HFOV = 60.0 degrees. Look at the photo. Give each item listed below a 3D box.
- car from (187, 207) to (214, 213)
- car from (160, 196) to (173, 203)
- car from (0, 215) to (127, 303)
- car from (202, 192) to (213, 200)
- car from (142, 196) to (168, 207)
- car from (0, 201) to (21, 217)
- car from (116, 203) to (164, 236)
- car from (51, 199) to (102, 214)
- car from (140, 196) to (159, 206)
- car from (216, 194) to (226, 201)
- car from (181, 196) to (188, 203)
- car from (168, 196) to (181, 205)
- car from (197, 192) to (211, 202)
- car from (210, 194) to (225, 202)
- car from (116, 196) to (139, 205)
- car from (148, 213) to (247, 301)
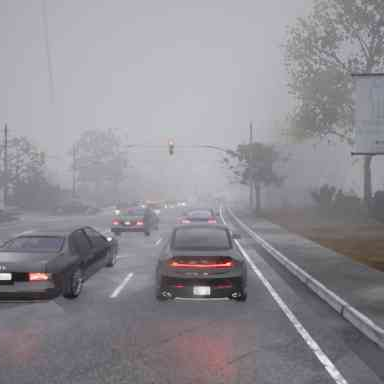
[{"bbox_3d":[0.460,1.526,17.573,1.812,1.442,4.674,0,0,4],"label":"car"},{"bbox_3d":[-5.446,1.524,70.726,1.812,1.442,4.674,0,0,8],"label":"car"},{"bbox_3d":[-3.297,1.547,8.408,2.033,1.411,5.357,0,0,1],"label":"car"},{"bbox_3d":[4.017,1.075,85.652,2.150,2.045,5.566,0,0,10],"label":"car"},{"bbox_3d":[-4.954,1.477,45.365,1.882,1.535,5.008,0,0,5],"label":"car"},{"bbox_3d":[-18.198,1.526,30.574,4.674,1.442,1.812,0,0,8],"label":"car"},{"bbox_3d":[-3.014,1.547,18.475,2.033,1.411,5.357,0,0,2],"label":"car"},{"bbox_3d":[-11.801,1.504,34.142,4.892,1.490,1.837,0,0,-2],"label":"car"},{"bbox_3d":[-7.216,1.492,57.452,2.128,1.511,4.902,0,0,6],"label":"car"},{"bbox_3d":[7.533,1.393,85.435,2.128,1.511,4.902,0,0,10],"label":"car"},{"bbox_3d":[-1.987,1.525,70.192,2.128,1.511,4.902,0,0,8],"label":"car"},{"bbox_3d":[-3.658,1.564,57.659,1.994,1.385,4.181,0,0,7],"label":"car"},{"bbox_3d":[2.386,1.349,75.775,2.097,1.767,4.553,0,0,9],"label":"car"},{"bbox_3d":[5.855,1.519,75.310,1.812,1.442,4.674,0,0,9],"label":"car"},{"bbox_3d":[-8.553,1.352,44.377,2.097,1.767,4.553,0,0,5],"label":"car"},{"bbox_3d":[0.214,1.505,8.326,1.837,1.490,4.892,0,0,1],"label":"car"}]
